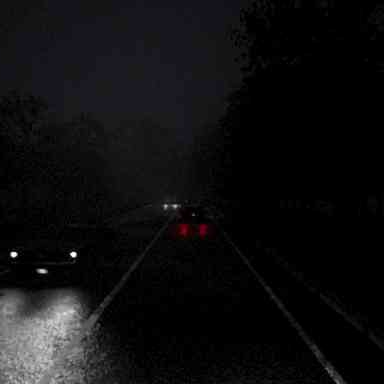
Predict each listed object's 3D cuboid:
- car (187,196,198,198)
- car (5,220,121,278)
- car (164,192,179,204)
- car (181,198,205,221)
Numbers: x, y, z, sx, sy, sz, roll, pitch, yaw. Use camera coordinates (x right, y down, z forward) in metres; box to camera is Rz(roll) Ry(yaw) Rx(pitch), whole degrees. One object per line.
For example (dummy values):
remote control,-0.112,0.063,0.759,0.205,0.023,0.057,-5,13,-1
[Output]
car,0.101,1.248,42.659,2.097,1.767,4.553,0,0,0
car,-3.600,1.595,10.212,1.895,1.301,4.718,0,0,0
car,-3.498,1.006,57.081,2.150,2.045,5.566,0,0,0
car,0.103,1.496,26.658,1.812,1.442,4.674,0,0,0
